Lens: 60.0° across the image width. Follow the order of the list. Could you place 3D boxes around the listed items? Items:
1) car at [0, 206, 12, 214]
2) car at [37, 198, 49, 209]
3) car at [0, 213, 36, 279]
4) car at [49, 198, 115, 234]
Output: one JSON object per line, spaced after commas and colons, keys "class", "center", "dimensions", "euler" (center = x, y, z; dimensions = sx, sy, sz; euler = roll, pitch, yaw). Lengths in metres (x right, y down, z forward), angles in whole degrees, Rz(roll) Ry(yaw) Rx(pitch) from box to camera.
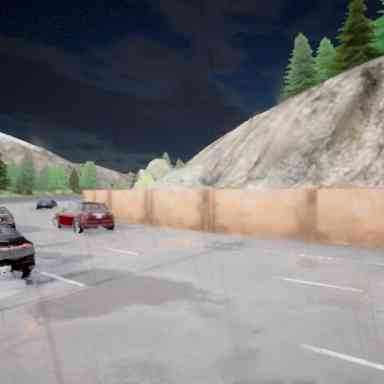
{"class": "car", "center": [-11.790, 1.531, 19.724], "dimensions": [2.033, 1.411, 5.357], "euler": [0, 0, -37]}
{"class": "car", "center": [-19.534, 1.534, 44.937], "dimensions": [1.994, 1.385, 4.181], "euler": [0, 0, -13]}
{"class": "car", "center": [-5.982, 1.484, 8.887], "dimensions": [4.902, 1.511, 2.128], "euler": [0, 0, 40]}
{"class": "car", "center": [-6.407, 1.342, 19.517], "dimensions": [2.097, 1.767, 4.553], "euler": [0, 0, -41]}
